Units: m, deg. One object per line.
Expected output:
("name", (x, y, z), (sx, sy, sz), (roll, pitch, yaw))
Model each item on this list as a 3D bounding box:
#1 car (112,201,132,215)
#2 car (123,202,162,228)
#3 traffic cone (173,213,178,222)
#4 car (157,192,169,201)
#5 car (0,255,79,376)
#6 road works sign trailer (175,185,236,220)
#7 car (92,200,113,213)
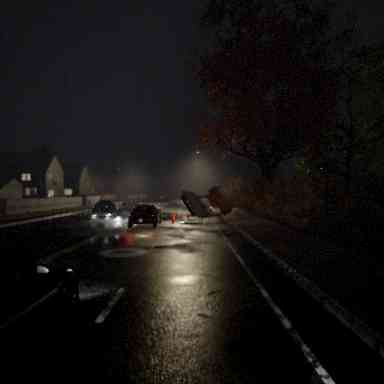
("car", (-6.592, 1.661, 34.726), (1.895, 1.301, 4.718), (0, 0, 0))
("car", (-3.145, 1.567, 22.635), (1.812, 1.442, 4.674), (0, 0, 0))
("traffic cone", (-1.377, 1.998, 23.745), (0.340, 0.580, 0.340), (0, 0, 0))
("car", (-6.489, 1.068, 75.174), (2.150, 2.045, 5.566), (0, 0, 0))
("car", (-3.149, 1.574, 4.706), (1.994, 1.385, 4.181), (0, 0, 0))
("road works sign trailer", (0.797, 1.101, 24.805), (3.560, 2.380, 2.880), (6, -46, -50))
("car", (-9.842, 1.590, 37.715), (1.812, 1.442, 4.674), (0, 0, 0))
